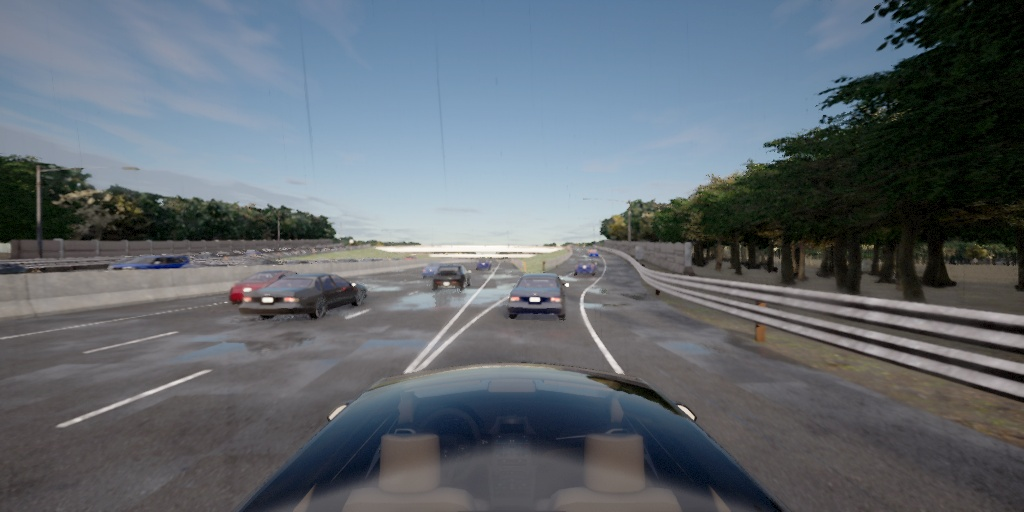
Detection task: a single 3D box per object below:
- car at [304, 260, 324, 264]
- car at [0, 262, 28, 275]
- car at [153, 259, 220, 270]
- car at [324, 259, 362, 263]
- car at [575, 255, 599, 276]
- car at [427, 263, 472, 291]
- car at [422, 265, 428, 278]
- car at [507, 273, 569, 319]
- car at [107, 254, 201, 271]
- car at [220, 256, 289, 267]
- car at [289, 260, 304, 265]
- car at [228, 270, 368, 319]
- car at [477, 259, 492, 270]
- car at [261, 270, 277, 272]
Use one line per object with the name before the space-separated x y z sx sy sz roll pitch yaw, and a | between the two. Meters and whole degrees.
car | -25.105 1.359 47.494 1.994 1.385 4.181 0 0 -1
car | -36.139 1.161 24.379 2.128 1.511 4.902 1 1 -20
car | -24.871 1.268 28.513 2.128 1.511 4.902 0 0 -1
car | -21.596 1.158 46.107 2.097 1.767 4.553 0 0 -1
car | 8.060 1.130 38.824 2.097 1.767 4.553 0 1 17
car | -3.702 1.306 22.509 1.837 1.490 4.892 0 0 -1
car | -7.246 1.369 34.399 2.033 1.411 5.357 0 0 -1
car | 1.041 1.330 12.945 2.033 1.411 5.357 0 0 9
car | -28.359 0.976 28.382 2.150 2.045 5.566 1 -1 -1
car | -21.389 1.138 30.070 2.097 1.767 4.553 0 0 -1
car | -28.601 1.294 47.561 1.837 1.490 4.892 0 0 -1
car | -7.007 1.314 12.763 2.033 1.411 5.357 0 0 -1
car | -4.146 1.159 54.195 2.097 1.767 4.553 0 0 -1
car | -10.541 1.334 16.313 1.994 1.385 4.181 0 0 -1
